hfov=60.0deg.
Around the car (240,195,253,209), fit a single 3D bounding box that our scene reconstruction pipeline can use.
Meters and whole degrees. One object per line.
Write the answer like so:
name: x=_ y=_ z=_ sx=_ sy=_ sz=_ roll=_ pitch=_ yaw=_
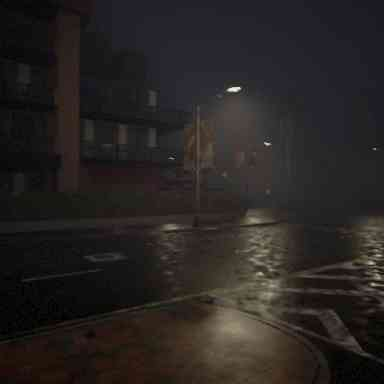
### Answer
car: x=6.325 y=1.383 z=48.621 sx=2.150 sy=2.045 sz=5.566 roll=0 pitch=0 yaw=-35
